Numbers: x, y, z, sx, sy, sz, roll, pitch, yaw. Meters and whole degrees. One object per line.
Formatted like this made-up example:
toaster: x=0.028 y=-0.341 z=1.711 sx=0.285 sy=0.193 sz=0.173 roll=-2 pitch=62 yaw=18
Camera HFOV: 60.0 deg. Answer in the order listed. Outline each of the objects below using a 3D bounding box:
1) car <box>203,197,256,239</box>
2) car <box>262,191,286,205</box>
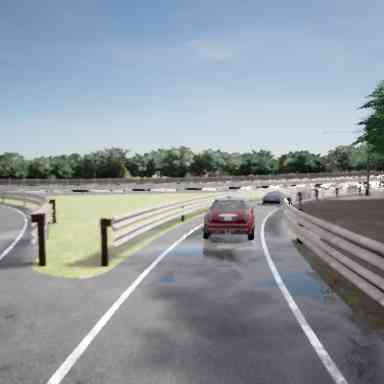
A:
car: x=1.827 y=1.005 z=15.297 sx=2.097 sy=1.767 sz=4.553 roll=0 pitch=1 yaw=11
car: x=9.115 y=0.604 z=36.388 sx=1.994 sy=1.385 sz=4.181 roll=1 pitch=2 yaw=27
